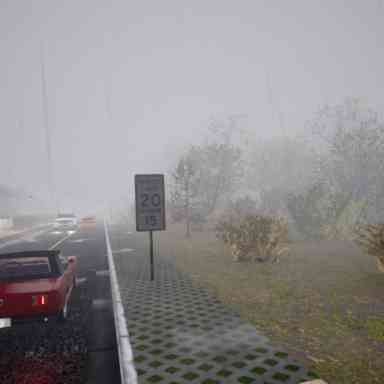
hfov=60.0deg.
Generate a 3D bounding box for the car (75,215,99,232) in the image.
[{"bbox_3d":[-11.579,3.511,37.126,1.882,1.535,5.008,-1,-3,-15],"label":"car"}]

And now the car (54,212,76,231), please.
[{"bbox_3d":[-15.474,3.555,40.817,2.150,2.045,5.566,-1,-3,-15],"label":"car"}]

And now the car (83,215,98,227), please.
[{"bbox_3d":[-14.316,4.095,47.172,1.837,1.490,4.892,-1,-3,-15],"label":"car"}]

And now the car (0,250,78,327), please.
[{"bbox_3d":[-3.718,1.989,7.618,1.895,1.301,4.718,-1,-3,-15],"label":"car"}]
